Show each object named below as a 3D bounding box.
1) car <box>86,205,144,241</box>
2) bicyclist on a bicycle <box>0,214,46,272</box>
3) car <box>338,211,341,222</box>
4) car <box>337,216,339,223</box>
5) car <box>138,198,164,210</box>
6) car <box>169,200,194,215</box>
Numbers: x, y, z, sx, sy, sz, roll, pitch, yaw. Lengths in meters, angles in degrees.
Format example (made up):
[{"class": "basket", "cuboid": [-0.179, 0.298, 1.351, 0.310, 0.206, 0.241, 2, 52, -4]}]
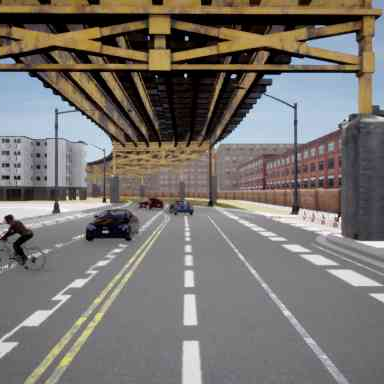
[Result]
[{"class": "car", "cuboid": [-3.811, 1.564, 16.528, 1.994, 1.385, 4.181, 0, 0, -1]}, {"class": "bicyclist on a bicycle", "cuboid": [-4.954, 1.455, 9.351, 1.656, 1.620, 0.582, -2, 0, -1]}, {"class": "car", "cuboid": [12.070, 1.295, 21.253, 4.536, 1.218, 1.853, 0, 0, 29]}, {"class": "car", "cuboid": [12.025, 1.453, 21.278, 4.974, 1.542, 2.038, 0, 0, 29]}, {"class": "car", "cuboid": [-5.475, 1.478, 43.515, 1.882, 1.535, 5.008, 0, 0, -32]}, {"class": "car", "cuboid": [-1.143, 1.547, 33.730, 2.033, 1.411, 5.357, 0, 0, -12]}]
